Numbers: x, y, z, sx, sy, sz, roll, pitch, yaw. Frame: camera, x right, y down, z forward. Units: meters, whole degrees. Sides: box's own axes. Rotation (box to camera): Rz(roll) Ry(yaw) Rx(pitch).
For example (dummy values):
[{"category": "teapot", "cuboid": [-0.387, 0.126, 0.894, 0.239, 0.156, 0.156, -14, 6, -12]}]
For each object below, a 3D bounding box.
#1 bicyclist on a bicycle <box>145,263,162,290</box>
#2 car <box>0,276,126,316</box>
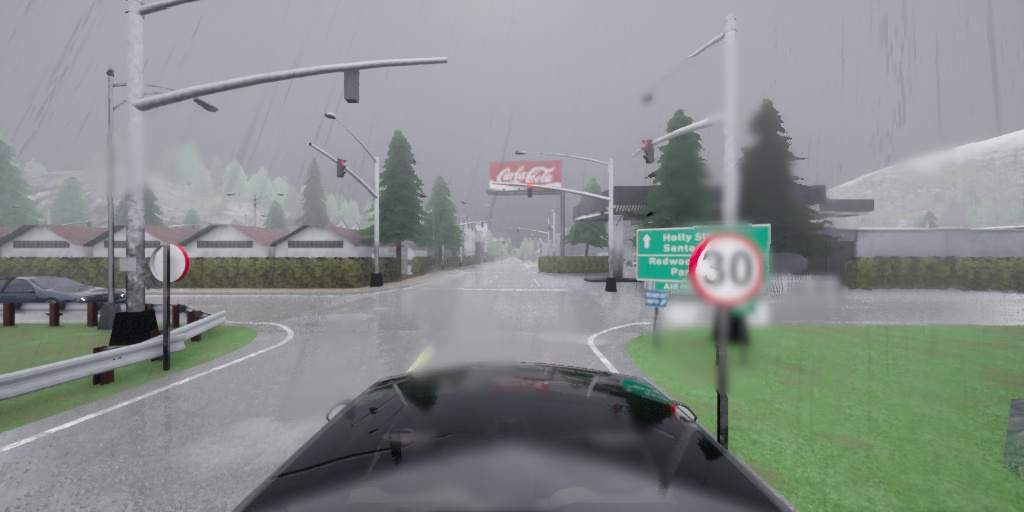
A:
[{"category": "bicyclist on a bicycle", "cuboid": [-21.677, 1.244, 21.354, 0.582, 1.620, 1.656, 0, 0, 1]}, {"category": "car", "cuboid": [-18.324, 1.489, 13.794, 5.357, 1.411, 2.033, 0, 0, -2]}]
